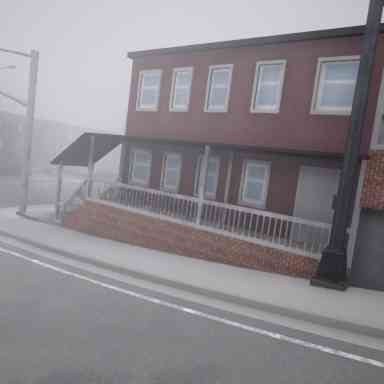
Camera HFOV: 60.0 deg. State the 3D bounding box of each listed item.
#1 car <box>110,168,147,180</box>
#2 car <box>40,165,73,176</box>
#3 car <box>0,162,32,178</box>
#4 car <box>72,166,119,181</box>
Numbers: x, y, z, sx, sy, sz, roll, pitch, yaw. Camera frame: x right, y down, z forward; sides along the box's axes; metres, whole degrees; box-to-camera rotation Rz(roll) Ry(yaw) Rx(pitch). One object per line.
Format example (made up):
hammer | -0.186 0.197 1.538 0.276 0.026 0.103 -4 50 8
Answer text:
car | -9.428 -2.671 49.587 2.033 1.411 5.357 11 6 36
car | -15.948 -2.719 40.536 1.837 1.490 4.892 11 6 35
car | -18.140 -2.152 31.589 2.033 1.411 5.357 11 6 36
car | -11.452 -2.144 40.869 2.033 1.411 5.357 11 6 35
